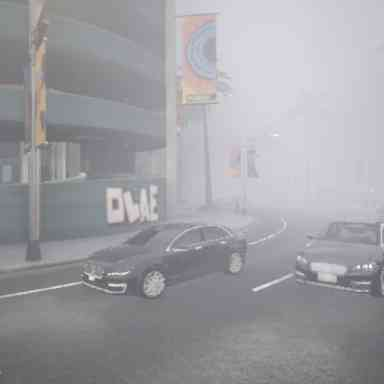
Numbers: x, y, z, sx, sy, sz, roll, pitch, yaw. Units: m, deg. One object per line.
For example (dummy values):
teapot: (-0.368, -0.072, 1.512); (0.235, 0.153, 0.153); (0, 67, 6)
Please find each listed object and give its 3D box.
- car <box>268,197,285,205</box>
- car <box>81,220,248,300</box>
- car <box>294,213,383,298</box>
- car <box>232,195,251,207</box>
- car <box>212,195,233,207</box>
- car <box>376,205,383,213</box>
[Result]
car: (17.014, 1.727, 67.013); (2.231, 1.521, 4.892); (0, 0, -12)
car: (-0.427, 1.552, 8.713); (1.837, 1.490, 4.892); (0, 0, 44)
car: (4.327, 1.516, 8.823); (2.128, 1.511, 4.902); (0, 0, 39)
car: (8.498, 1.473, 58.526); (2.150, 2.045, 5.566); (0, -1, -12)
car: (5.123, 1.783, 57.509); (1.812, 1.442, 4.674); (0, -1, -11)
car: (15.982, 1.542, 25.958); (2.128, 1.511, 4.902); (0, 0, 10)
